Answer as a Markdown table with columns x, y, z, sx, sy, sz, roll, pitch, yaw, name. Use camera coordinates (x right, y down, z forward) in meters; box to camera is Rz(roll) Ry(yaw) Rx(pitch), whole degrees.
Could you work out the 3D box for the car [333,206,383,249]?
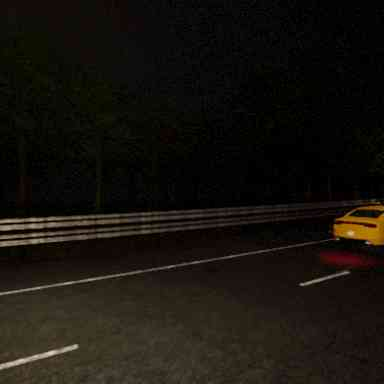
| x | y | z | sx | sy | sz | roll | pitch | yaw | name |
| --- | --- | --- | --- | --- | --- | --- | --- | --- | --- |
| 7.835 | 1.321 | 13.637 | 5.008 | 1.535 | 1.882 | -1 | 1 | -35 | car |
